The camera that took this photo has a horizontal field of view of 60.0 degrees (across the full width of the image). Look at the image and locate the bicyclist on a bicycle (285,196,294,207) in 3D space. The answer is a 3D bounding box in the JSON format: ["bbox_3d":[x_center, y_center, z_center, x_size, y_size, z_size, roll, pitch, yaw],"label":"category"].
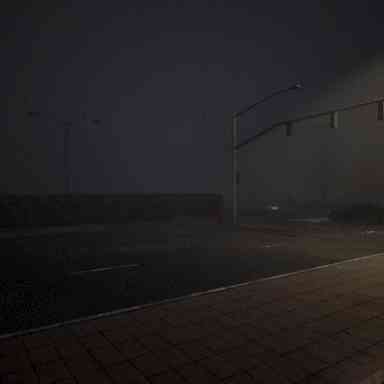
[{"bbox_3d":[14.378,1.453,49.104,1.656,1.620,0.582,0,0,-22],"label":"bicyclist on a bicycle"}]

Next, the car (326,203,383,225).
[{"bbox_3d":[12.255,1.526,24.416,1.812,1.442,4.674,0,0,-37],"label":"car"}]

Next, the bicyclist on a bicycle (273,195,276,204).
[{"bbox_3d":[13.415,1.300,54.019,0.582,1.620,1.656,0,0,22],"label":"bicyclist on a bicycle"}]
